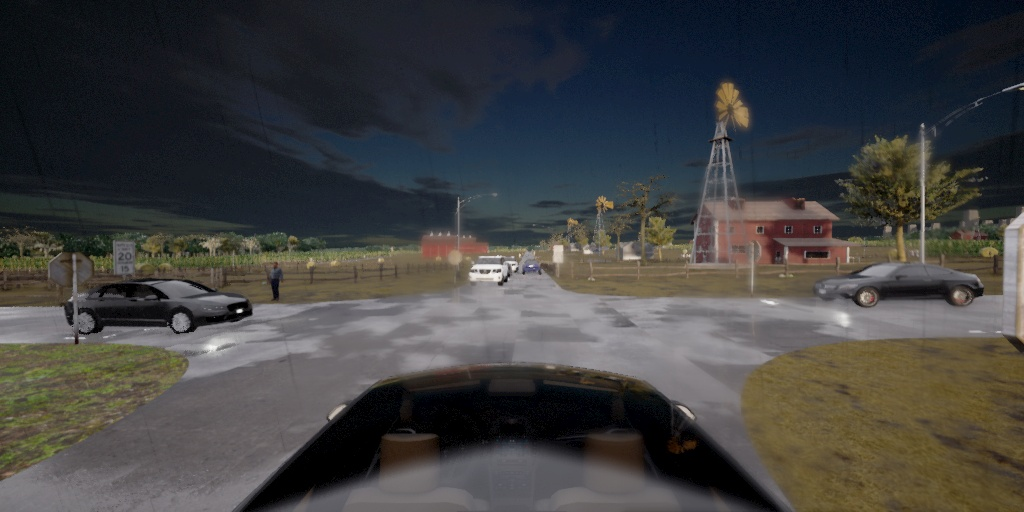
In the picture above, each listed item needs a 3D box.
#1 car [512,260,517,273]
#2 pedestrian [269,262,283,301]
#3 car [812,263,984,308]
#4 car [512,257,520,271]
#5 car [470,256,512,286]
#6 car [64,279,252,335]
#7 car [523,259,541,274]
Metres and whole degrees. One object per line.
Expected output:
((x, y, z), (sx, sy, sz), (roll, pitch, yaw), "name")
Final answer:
((-0.940, 1.349, 36.063), (2.033, 1.411, 5.357), (0, 0, 3), "car")
((-11.234, 1.180, 17.009), (0.375, 1.860, 0.375), (0, 2, 3), "pedestrian")
((13.424, 0.966, 12.637), (4.674, 1.442, 1.812), (-1, 1, 5), "car")
((-0.415, 1.088, 46.259), (2.150, 2.045, 5.566), (0, 0, 3), "car")
((-1.525, 0.984, 25.700), (2.150, 2.045, 5.566), (0, 0, 5), "car")
((-10.684, 1.463, 10.997), (4.892, 1.490, 1.837), (-1, 1, 3), "car")
((2.359, 1.196, 42.964), (2.097, 1.767, 4.553), (0, 0, 3), "car")
